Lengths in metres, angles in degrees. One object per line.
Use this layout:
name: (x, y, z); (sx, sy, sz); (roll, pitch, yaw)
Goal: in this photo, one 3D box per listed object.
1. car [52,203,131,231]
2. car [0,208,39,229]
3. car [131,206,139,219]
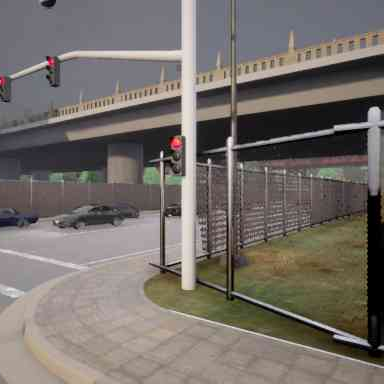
car: (-6.541, 1.562, 21.505); (1.837, 1.490, 4.892); (0, -1, 35)
car: (-12.007, 1.656, 20.139); (1.895, 1.301, 4.718); (0, 0, 39)
car: (-6.370, 1.620, 27.809); (1.994, 1.385, 4.181); (0, 0, 35)
